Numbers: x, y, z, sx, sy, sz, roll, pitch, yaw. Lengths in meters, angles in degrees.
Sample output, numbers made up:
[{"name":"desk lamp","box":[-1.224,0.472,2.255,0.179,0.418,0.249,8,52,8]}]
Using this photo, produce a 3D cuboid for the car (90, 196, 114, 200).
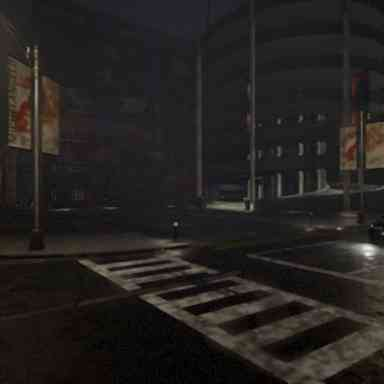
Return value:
[{"name":"car","box":[-13.160,1.298,46.721,2.002,1.452,4.674,0,0,-36]}]

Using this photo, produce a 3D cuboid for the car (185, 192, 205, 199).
[{"name":"car","box":[0.536,0.966,72.148,2.435,2.045,5.566,0,0,-36]}]

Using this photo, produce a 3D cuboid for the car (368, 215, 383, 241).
[{"name":"car","box":[10.103,1.499,15.497,4.674,1.442,1.812,0,0,-36]}]

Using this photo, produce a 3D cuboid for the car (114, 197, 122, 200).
[{"name":"car","box":[-13.981,1.430,60.654,1.895,1.301,4.718,0,0,-36]}]

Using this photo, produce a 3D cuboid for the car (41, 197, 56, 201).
[{"name":"car","box":[-23.634,1.398,54.207,2.161,1.482,4.786,0,0,-36]}]
